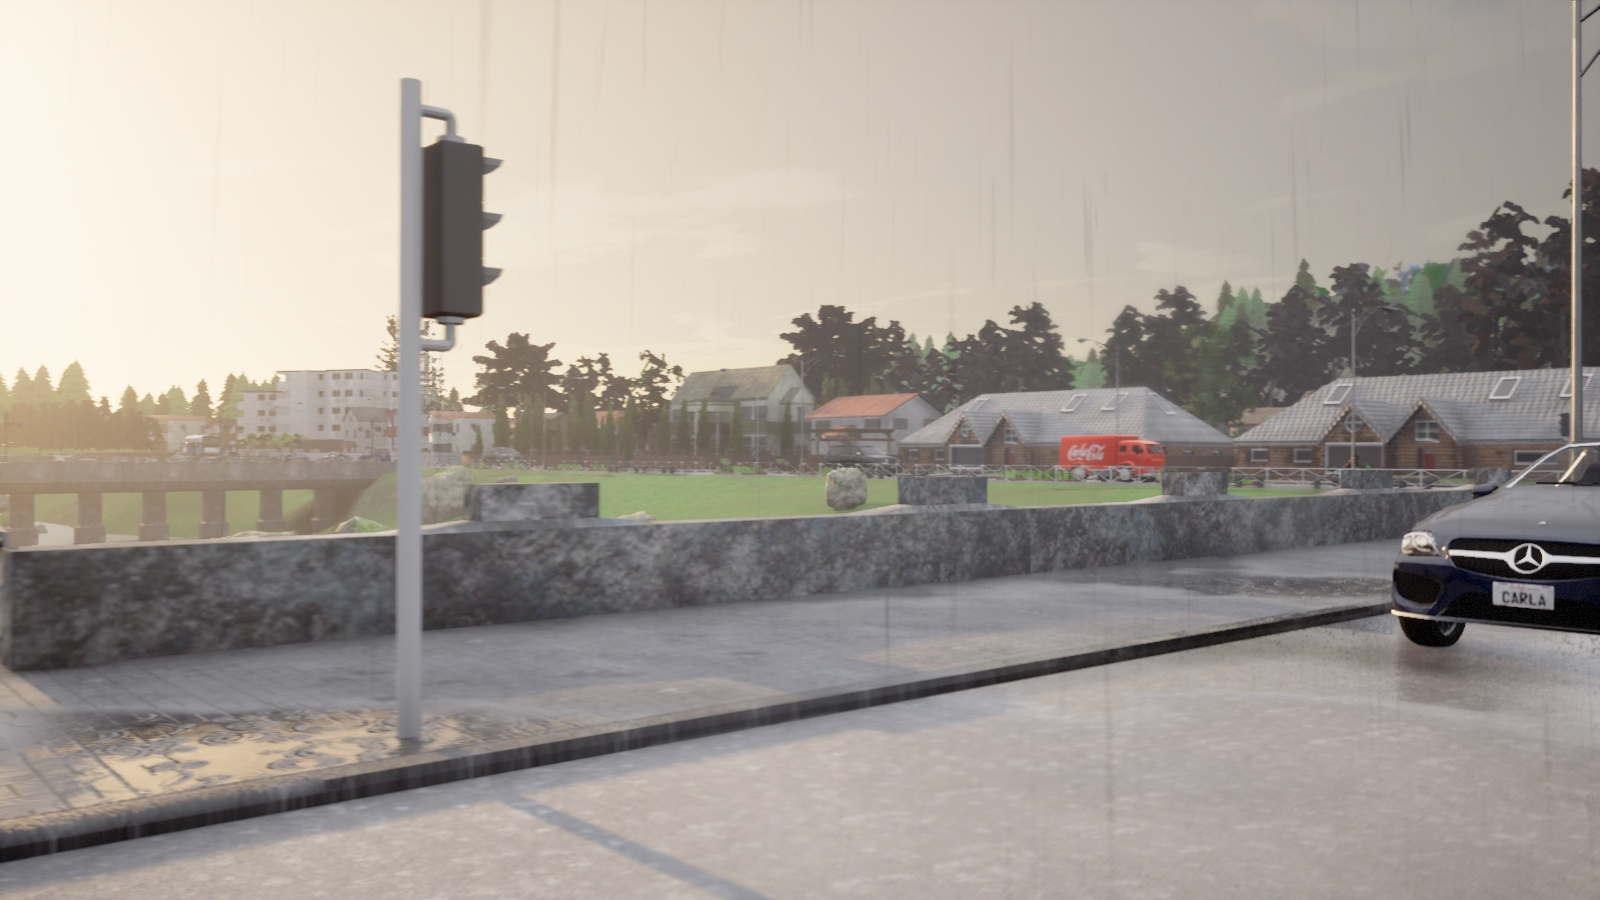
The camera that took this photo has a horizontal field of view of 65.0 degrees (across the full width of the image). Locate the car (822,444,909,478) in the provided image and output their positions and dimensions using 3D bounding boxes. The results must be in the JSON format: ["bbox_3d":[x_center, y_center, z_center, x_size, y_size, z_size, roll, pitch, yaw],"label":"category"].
[{"bbox_3d":[4.014,0.674,77.723,2.150,2.045,5.566,0,0,-40],"label":"car"}]

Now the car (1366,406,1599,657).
[{"bbox_3d":[6.872,0.536,10.250,5.027,1.651,2.152,0,0,-40],"label":"car"}]

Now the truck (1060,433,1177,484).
[{"bbox_3d":[16.061,0.399,63.569,2.627,2.467,5.204,0,0,-40],"label":"truck"}]

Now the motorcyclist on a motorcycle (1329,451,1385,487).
[{"bbox_3d":[24.039,0.822,54.196,0.797,1.523,2.044,0,0,-40],"label":"motorcyclist on a motorcycle"}]
